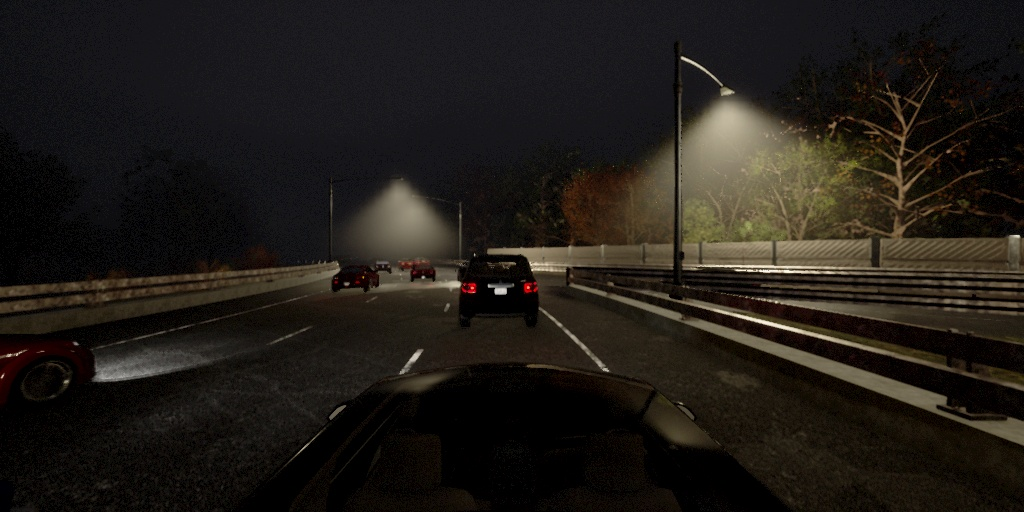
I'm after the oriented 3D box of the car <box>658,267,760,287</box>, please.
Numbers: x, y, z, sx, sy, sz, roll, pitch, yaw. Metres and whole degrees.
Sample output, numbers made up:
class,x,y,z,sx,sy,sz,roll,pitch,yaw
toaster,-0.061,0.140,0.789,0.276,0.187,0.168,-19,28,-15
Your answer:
class,x,y,z,sx,sy,sz,roll,pitch,yaw
car,9.859,1.295,18.332,1.812,1.442,4.674,0,-1,-45

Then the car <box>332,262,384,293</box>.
class,x,y,z,sx,sy,sz,roll,pitch,yaw
car,-8.885,1.246,20.598,1.812,1.442,4.674,0,0,-11

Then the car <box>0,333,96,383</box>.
class,x,y,z,sx,sy,sz,roll,pitch,yaw
car,-7.081,1.311,3.456,1.994,1.385,4.181,0,0,-1

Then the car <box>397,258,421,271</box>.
class,x,y,z,sx,sy,sz,roll,pitch,yaw
car,-13.647,1.031,46.748,2.097,1.767,4.553,0,0,-24

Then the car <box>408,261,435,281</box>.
class,x,y,z,sx,sy,sz,roll,pitch,yaw
car,-7.371,1.307,29.579,1.895,1.301,4.718,0,0,-15

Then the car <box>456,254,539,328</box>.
class,x,y,z,sx,sy,sz,roll,pitch,yaw
car,-0.516,0.957,11.578,2.150,2.045,5.566,0,0,-5

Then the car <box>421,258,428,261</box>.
class,x,y,z,sx,sy,sz,roll,pitch,yaw
car,-14.392,1.016,55.950,2.097,1.767,4.553,0,0,-29

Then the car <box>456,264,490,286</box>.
class,x,y,z,sx,sy,sz,roll,pitch,yaw
car,-2.927,1.313,26.090,1.895,1.301,4.718,0,0,-13

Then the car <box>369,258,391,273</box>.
class,x,y,z,sx,sy,sz,roll,pitch,yaw
car,-15.076,1.234,41.521,2.033,1.411,5.357,0,0,-23
